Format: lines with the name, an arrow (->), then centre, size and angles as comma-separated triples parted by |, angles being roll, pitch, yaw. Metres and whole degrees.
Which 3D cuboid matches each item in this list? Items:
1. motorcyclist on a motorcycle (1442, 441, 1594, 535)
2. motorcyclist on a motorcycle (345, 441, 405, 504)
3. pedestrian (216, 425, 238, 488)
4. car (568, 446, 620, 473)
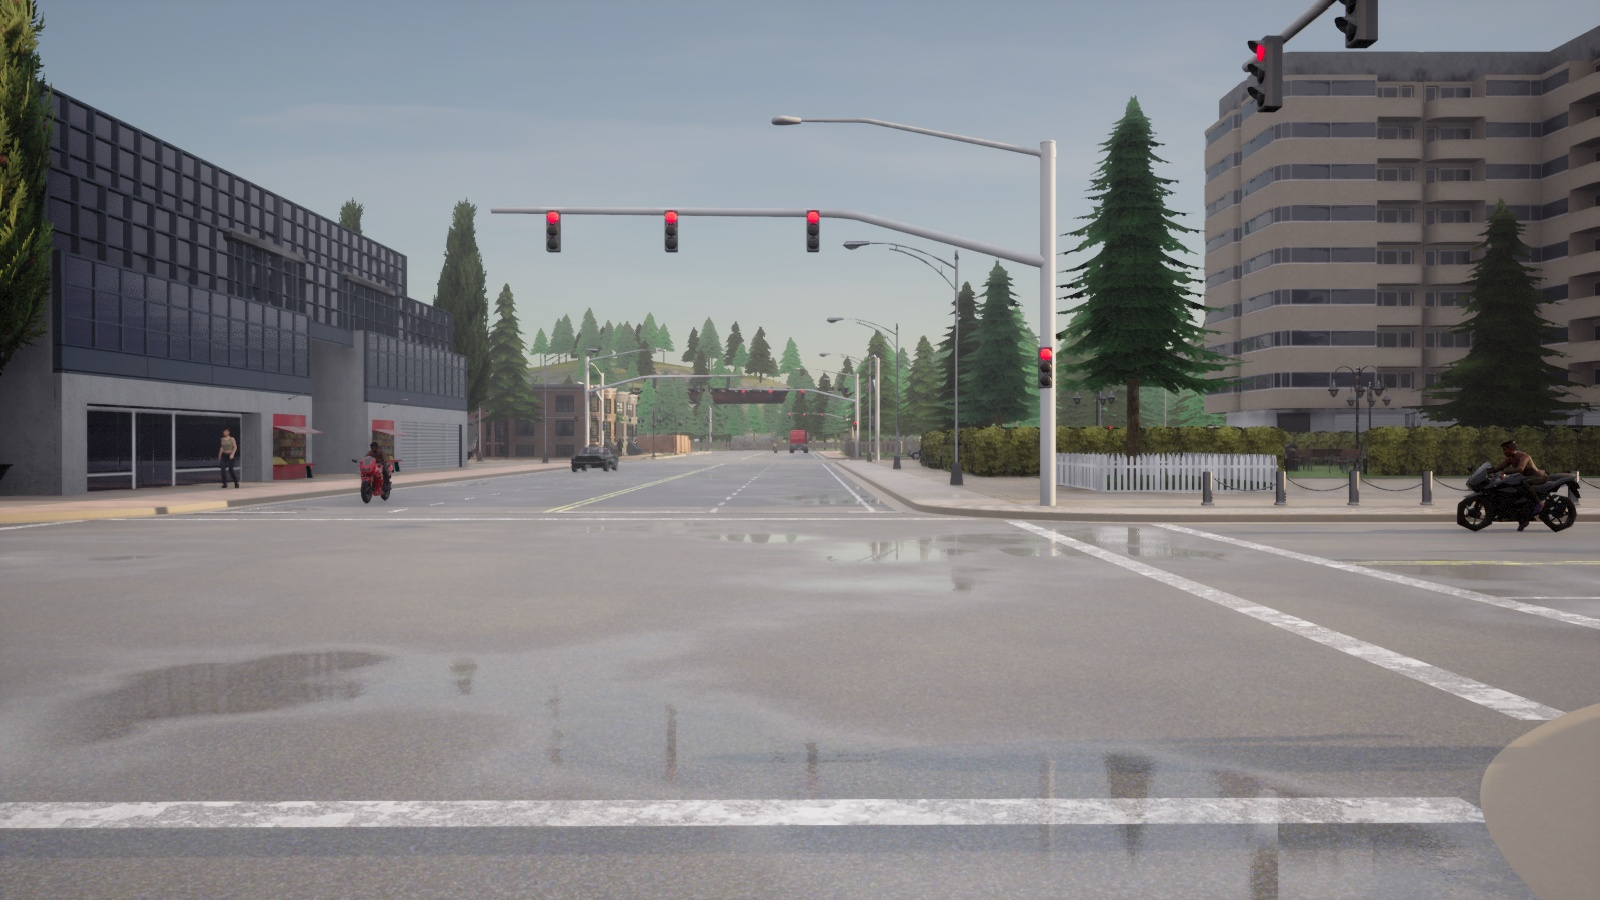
motorcyclist on a motorcycle -> 11.870, 0.621, 20.800 | 2.044, 1.523, 0.797 | 0, 0, 0
motorcyclist on a motorcycle -> -10.665, 0.542, 31.586 | 0.797, 1.523, 2.044 | 0, 0, 0
pedestrian -> -16.938, 0.182, 37.116 | 0.345, 1.836, 0.594 | 0, 0, 6
car -> -10.667, 0.470, 65.289 | 1.895, 1.301, 4.718 | 0, 0, 0
